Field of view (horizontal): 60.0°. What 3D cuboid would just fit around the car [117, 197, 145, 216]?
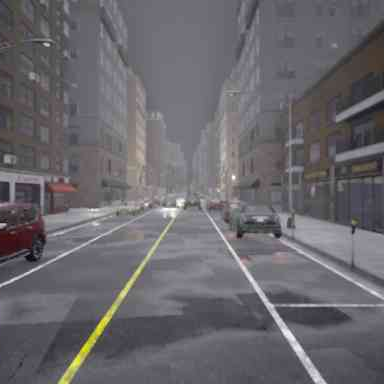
[{"bbox_3d":[-5.838,1.423,31.038,1.752,1.417,4.829,0,0,0],"label":"car"}]

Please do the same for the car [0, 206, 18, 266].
[{"bbox_3d":[-3.099,1.217,1.027,2.150,2.045,5.566,0,0,0],"label":"car"}]

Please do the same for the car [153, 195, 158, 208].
[{"bbox_3d":[-5.833,1.309,42.193,1.967,1.590,4.097,0,0,0],"label":"car"}]

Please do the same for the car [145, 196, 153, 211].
[{"bbox_3d":[-5.836,1.433,36.701,2.008,1.369,4.403,0,0,0],"label":"car"}]

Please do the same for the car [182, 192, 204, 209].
[{"bbox_3d":[0.086,1.220,41.914,2.097,1.767,4.553,0,0,0],"label":"car"}]

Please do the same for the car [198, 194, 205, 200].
[{"bbox_3d":[2.574,1.323,91.616,1.887,1.381,4.507,0,0,-1],"label":"car"}]

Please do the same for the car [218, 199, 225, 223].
[{"bbox_3d":[3.159,1.443,24.327,1.812,1.442,4.674,0,0,0],"label":"car"}]

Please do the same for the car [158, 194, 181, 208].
[{"bbox_3d":[-3.061,1.354,45.598,2.128,1.511,4.902,0,0,0],"label":"car"}]

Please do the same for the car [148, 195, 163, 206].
[{"bbox_3d":[-5.830,1.283,53.180,1.967,1.590,4.097,0,0,0],"label":"car"}]

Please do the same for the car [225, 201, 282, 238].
[{"bbox_3d":[3.120,1.292,17.296,2.097,1.767,4.553,0,0,0],"label":"car"}]

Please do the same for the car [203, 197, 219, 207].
[{"bbox_3d":[2.694,1.406,47.690,2.008,1.369,4.403,0,0,0],"label":"car"}]

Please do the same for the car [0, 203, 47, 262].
[{"bbox_3d":[-5.844,1.281,9.236,2.192,1.841,5.009,1,0,0],"label":"car"}]

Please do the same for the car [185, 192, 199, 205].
[{"bbox_3d":[0.033,1.058,55.971,2.150,2.045,5.566,0,0,0],"label":"car"}]

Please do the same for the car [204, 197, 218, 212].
[{"bbox_3d":[2.691,1.427,36.707,1.887,1.381,4.507,0,0,0],"label":"car"}]
